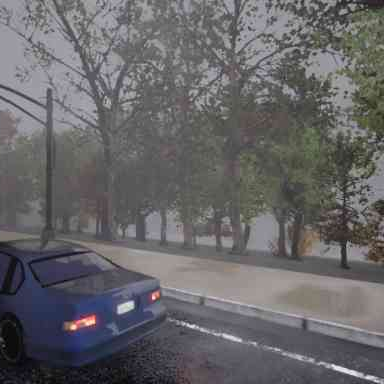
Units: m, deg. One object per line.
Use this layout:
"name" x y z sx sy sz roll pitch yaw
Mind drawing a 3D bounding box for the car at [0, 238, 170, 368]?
"car" -2.896 1.545 5.755 5.357 1.411 2.033 0 0 36
